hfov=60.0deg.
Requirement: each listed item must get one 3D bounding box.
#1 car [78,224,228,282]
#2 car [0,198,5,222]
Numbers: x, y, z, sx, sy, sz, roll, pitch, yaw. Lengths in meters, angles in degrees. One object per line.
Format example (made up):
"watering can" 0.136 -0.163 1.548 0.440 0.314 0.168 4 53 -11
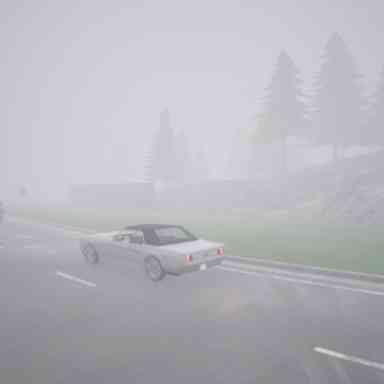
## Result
"car" -1.379 1.599 9.829 4.718 1.301 1.895 0 0 41
"car" -16.115 1.218 25.577 2.150 2.045 5.566 0 0 -42
